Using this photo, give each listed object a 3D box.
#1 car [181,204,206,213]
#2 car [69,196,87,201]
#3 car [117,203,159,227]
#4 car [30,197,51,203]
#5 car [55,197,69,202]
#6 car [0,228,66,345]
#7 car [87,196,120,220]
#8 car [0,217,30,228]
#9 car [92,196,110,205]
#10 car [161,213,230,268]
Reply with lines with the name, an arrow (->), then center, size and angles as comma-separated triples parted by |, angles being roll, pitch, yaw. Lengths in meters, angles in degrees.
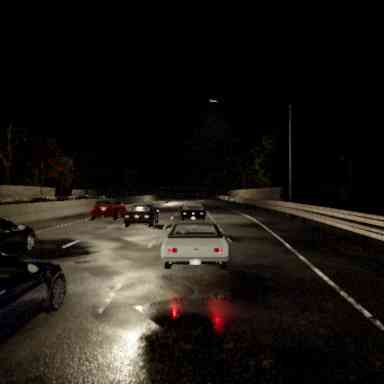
car -> 0.094, 1.630, 26.772 | 1.895, 1.301, 4.718 | 0, 0, 0
car -> -21.019, 1.452, 63.209 | 2.097, 1.767, 4.553 | 0, 0, 0
car -> -3.406, 1.571, 23.007 | 2.033, 1.411, 5.357 | 0, 0, 0
car -> -28.013, 1.640, 61.561 | 2.033, 1.411, 5.357 | 0, 0, 0
car -> -24.514, 1.648, 63.423 | 1.994, 1.385, 4.181 | 0, 0, 0
car -> -3.410, 1.530, 4.722 | 1.812, 1.442, 4.674 | 0, 0, 0
car -> -6.907, 1.383, 28.071 | 2.097, 1.767, 4.553 | 0, 0, 0
car -> -6.904, 1.513, 10.865 | 1.837, 1.490, 4.892 | 0, 0, 0
car -> -17.519, 1.600, 64.007 | 2.128, 1.511, 4.902 | 0, 0, 0
car -> 0.097, 1.610, 11.220 | 1.895, 1.301, 4.718 | 0, 0, 0
